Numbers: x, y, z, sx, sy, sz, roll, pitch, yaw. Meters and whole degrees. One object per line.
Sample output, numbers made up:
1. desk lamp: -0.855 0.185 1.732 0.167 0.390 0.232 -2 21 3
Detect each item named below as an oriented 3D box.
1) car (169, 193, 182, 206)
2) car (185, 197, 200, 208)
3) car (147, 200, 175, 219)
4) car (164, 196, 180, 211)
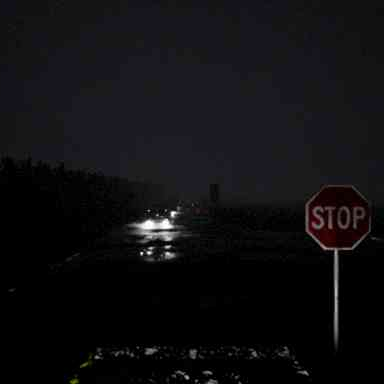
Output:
1. car: -2.846 1.232 54.042 2.150 2.045 5.566 0 0 0
2. car: 0.089 1.536 49.083 1.812 1.442 4.674 0 0 0
3. car: -2.857 1.612 29.577 1.895 1.301 4.718 0 0 0
4. car: -2.854 1.575 39.959 1.994 1.385 4.181 0 0 0
